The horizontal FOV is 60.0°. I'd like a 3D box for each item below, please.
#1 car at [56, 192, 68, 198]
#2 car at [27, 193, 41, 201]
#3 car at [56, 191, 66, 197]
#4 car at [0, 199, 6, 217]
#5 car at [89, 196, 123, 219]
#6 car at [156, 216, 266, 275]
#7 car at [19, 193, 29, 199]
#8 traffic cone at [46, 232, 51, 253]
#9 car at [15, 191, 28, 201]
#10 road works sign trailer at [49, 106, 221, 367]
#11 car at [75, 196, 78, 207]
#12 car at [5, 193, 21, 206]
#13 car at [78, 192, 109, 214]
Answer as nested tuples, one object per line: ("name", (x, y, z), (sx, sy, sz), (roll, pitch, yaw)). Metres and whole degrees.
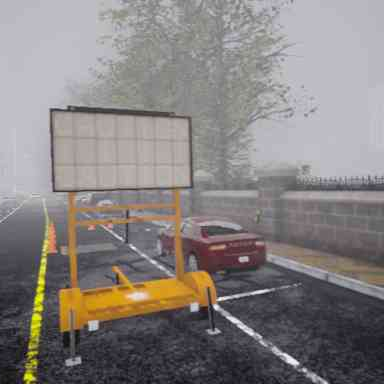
("car", (-29.158, 0.712, 75.441), (2.008, 1.369, 4.403), (-2, 1, -24))
("car", (-31.312, 0.937, 66.398), (1.812, 1.442, 4.674), (-2, 1, -24))
("car", (-33.746, 0.495, 85.570), (1.967, 1.590, 4.097), (-2, 1, -24))
("car", (-16.391, 1.454, 26.578), (1.947, 1.339, 4.313), (-2, 1, -24))
("car", (-6.250, 1.248, 24.777), (1.802, 1.307, 4.206), (-2, 1, -24))
("car", (0.282, 1.346, 9.453), (1.887, 1.381, 4.507), (-2, 1, -23))
("car", (-41.616, 0.875, 82.300), (2.008, 1.369, 4.403), (-2, 1, -24))
("traffic cone", (-5.025, 1.849, 11.868), (0.340, 0.580, 0.340), (-2, 1, -23))
("car", (-34.742, 0.798, 67.100), (2.192, 1.841, 5.009), (-2, 1, -24))
("road works sign trailer", (-1.172, 0.372, 5.883), (2.380, 3.560, 2.880), (-2, 1, -23))
("car", (-10.815, 1.151, 34.924), (1.802, 1.307, 4.206), (-2, 1, -24))
("car", (-25.565, 1.269, 46.845), (1.802, 1.307, 4.206), (-2, 1, -24))
("car", (-8.527, 0.933, 29.854), (2.192, 1.841, 5.009), (-2, 1, -24))
